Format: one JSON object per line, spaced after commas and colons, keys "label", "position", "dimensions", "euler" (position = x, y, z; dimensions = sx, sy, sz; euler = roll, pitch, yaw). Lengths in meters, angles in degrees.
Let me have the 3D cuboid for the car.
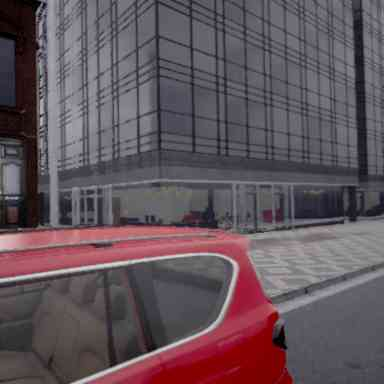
{"label": "car", "position": [-1.713, 1.310, 1.808], "dimensions": [5.566, 2.045, 2.150], "euler": [1, -2, -40]}
